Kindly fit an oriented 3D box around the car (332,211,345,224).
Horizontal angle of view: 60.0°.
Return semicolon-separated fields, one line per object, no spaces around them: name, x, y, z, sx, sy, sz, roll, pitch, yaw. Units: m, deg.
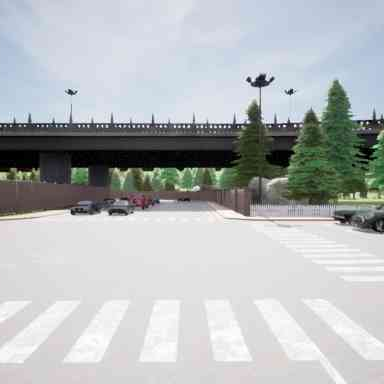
car;11.988;1.545;22.199;4.718;1.301;1.895;0;0;2

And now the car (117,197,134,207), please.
car;-10.532;1.526;52.756;1.812;1.442;4.674;0;0;0

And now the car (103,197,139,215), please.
car;-7.038;1.547;33.583;2.033;1.411;5.357;0;0;0

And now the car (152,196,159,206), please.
car;-7.038;1.564;53.765;1.994;1.385;4.181;0;0;0

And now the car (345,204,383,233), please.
car;11.484;1.297;18.691;4.553;1.767;2.097;0;0;2

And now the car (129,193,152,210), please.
car;-7.039;1.221;43.757;2.150;2.045;5.566;0;0;0

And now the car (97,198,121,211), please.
car;-10.539;1.526;42.463;1.812;1.442;4.674;0;0;0

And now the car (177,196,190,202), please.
car;-1.897;1.553;75.220;1.994;1.385;4.181;0;0;-19

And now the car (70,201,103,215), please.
car;-10.584;1.564;33.262;1.994;1.385;4.181;0;0;1

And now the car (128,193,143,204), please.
car;-10.681;1.221;63.464;2.150;2.045;5.566;0;0;-3
